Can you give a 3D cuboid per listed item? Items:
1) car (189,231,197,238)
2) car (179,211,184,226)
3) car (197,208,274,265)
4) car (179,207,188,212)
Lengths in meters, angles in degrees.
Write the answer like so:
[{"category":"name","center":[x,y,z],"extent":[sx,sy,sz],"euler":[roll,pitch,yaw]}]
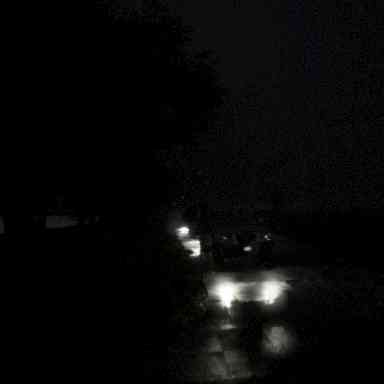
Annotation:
[{"category":"car","center":[0.811,2.450,24.898],"extent":[1.882,1.535,5.008],"euler":[-2,-2,-5]},{"category":"car","center":[-0.308,3.158,38.024],"extent":[1.895,1.301,4.718],"euler":[-2,-2,-5]},{"category":"car","center":[1.711,1.745,14.372],"extent":[2.150,2.045,5.566],"euler":[-2,-2,-5]},{"category":"car","center":[-2.013,5.152,90.479],"extent":[2.150,2.045,5.566],"euler":[-2,-3,-5]}]
